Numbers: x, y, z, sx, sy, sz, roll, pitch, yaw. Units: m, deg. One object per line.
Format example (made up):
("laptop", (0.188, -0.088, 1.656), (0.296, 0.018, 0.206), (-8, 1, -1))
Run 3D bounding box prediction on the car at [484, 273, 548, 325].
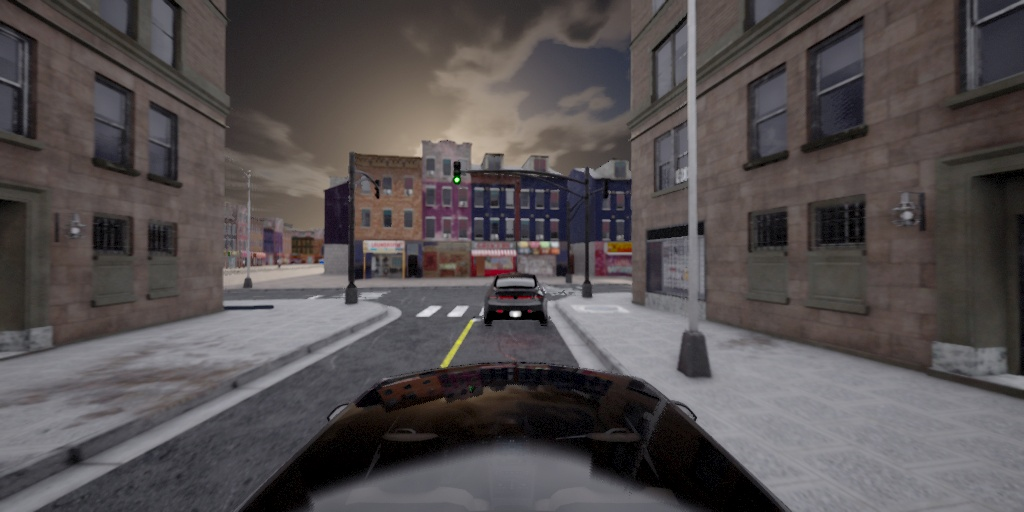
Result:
("car", (0.142, 1.302, 11.926), (1.837, 1.490, 4.892), (0, 0, 1))
